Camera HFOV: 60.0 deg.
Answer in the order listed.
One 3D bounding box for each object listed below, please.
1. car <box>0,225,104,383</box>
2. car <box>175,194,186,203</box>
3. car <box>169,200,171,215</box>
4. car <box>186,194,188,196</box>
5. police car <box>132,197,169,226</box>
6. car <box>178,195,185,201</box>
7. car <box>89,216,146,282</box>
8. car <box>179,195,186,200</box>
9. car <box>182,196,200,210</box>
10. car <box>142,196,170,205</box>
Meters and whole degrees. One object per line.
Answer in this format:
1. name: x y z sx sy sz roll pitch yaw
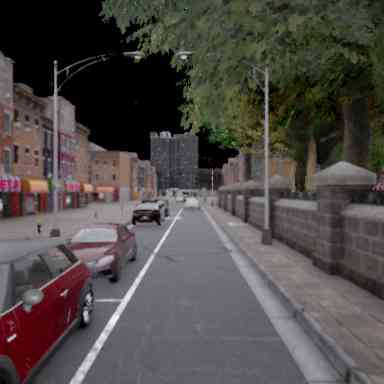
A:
1. car: -2.639 1.442 4.034 1.967 1.590 4.097 0 0 0
2. car: -2.633 1.565 70.525 1.752 1.417 4.829 0 0 0
3. car: -3.018 1.515 30.758 1.837 1.490 4.892 0 0 0
4. car: -2.633 1.360 76.147 2.192 1.841 5.009 0 0 0
5. police car: -3.007 1.433 23.868 1.930 1.638 5.238 0 0 0
6. car: -2.632 1.581 86.881 1.752 1.417 4.829 0 0 0
7. car: -2.638 1.585 9.709 1.802 1.307 4.206 0 0 0
8. car: -2.631 1.628 92.503 1.947 1.339 4.313 0 0 0
9. car: 0.035 1.546 43.555 1.812 1.442 4.674 0 -1 0
10. car: -6.512 1.599 60.181 4.718 1.301 1.895 2 4 18
